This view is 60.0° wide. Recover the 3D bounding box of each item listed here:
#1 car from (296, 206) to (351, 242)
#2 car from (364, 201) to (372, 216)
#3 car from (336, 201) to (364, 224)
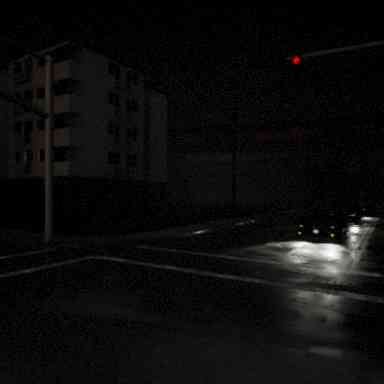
[{"bbox_3d":[6.697,1.632,16.995,1.994,1.385,4.181,0,0,31],"label":"car"},{"bbox_3d":[17.240,1.645,34.170,1.812,1.442,4.674,0,0,35],"label":"car"},{"bbox_3d":[11.933,1.600,25.747,1.837,1.490,4.892,0,0,31],"label":"car"}]
